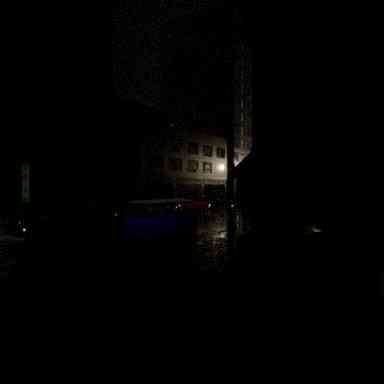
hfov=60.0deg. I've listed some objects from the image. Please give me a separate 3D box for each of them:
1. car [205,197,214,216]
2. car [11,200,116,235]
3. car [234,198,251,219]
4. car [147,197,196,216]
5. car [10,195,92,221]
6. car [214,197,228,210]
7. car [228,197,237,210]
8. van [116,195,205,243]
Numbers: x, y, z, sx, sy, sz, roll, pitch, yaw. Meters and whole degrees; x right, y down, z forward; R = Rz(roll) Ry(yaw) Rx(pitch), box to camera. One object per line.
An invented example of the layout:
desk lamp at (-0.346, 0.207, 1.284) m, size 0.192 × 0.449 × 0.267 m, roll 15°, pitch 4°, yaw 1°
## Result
car at (-0.555, 1.080, 26.581) m, size 2.097 × 1.767 × 4.553 m, roll 0°, pitch 1°, yaw 36°
car at (-6.540, 1.402, 18.200) m, size 2.033 × 1.411 × 5.357 m, roll 0°, pitch 1°, yaw 36°
car at (5.203, 1.292, 24.547) m, size 2.008 × 1.369 × 4.403 m, roll 1°, pitch 1°, yaw 36°
car at (-1.735, 1.237, 29.502) m, size 1.887 × 1.381 × 4.507 m, roll 1°, pitch 1°, yaw 36°
car at (-8.252, 1.145, 20.369) m, size 2.192 × 1.841 × 5.009 m, roll 1°, pitch 1°, yaw 36°
car at (1.525, 1.189, 34.068) m, size 1.947 × 1.339 × 4.313 m, roll 1°, pitch 1°, yaw 36°
car at (5.448, 1.092, 34.973) m, size 2.128 × 1.511 × 4.902 m, roll 0°, pitch 1°, yaw 36°
van at (-1.315, 1.220, 15.416) m, size 1.690 × 1.788 × 3.998 m, roll 1°, pitch 1°, yaw 36°
